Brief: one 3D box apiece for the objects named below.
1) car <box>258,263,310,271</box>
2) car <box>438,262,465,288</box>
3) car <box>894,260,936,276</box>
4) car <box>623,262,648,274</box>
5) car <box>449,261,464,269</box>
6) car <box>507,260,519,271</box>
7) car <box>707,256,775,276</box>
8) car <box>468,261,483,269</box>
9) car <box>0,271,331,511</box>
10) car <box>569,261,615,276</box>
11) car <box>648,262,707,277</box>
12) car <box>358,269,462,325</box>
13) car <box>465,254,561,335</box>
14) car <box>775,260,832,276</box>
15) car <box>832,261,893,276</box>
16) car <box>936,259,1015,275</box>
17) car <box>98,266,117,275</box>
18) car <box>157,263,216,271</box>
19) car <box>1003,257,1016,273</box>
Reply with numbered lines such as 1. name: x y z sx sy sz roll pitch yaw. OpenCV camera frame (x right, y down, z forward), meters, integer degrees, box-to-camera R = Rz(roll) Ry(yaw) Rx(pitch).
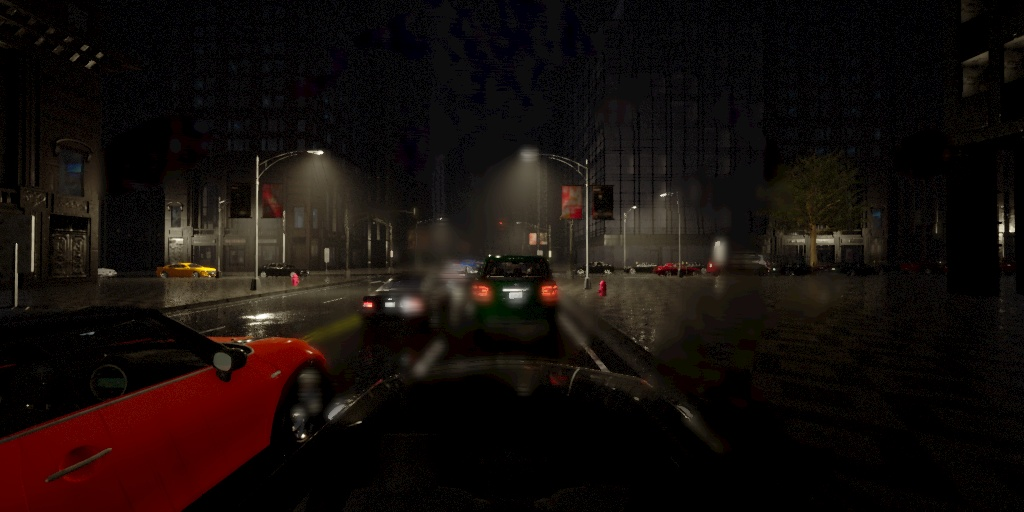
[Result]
1. car: -22.563 1.432 35.440 4.892 1.490 1.837 0 -1 0
2. car: -3.126 1.280 21.474 2.128 1.511 4.902 0 0 0
3. car: 42.563 1.179 36.369 5.008 1.535 1.882 0 -1 0
4. car: 15.245 1.413 41.881 4.313 1.339 1.948 0 0 -1
5. car: -9.725 1.571 63.200 1.812 1.442 4.674 0 0 1
6. car: 0.139 1.482 57.513 1.882 1.535 5.008 0 0 1
7. car: 21.001 1.041 33.436 5.009 1.841 2.192 0 0 -1
8. car: -6.465 1.599 64.056 2.033 1.411 5.357 0 0 1
9. car: -3.147 1.102 2.326 2.097 1.767 4.553 0 0 0
10. car: 8.686 1.341 38.932 4.892 1.490 1.837 0 -1 -3
11. car: 15.363 1.327 33.357 4.207 1.307 1.802 0 0 -1
12. car: -3.122 1.307 11.737 2.033 1.411 5.357 0 0 0
13. car: 0.113 0.979 10.654 2.150 2.045 5.566 0 0 0
14. car: 26.639 1.276 33.515 4.313 1.339 1.948 0 0 -1
15. car: 32.276 1.260 33.594 4.313 1.339 1.948 0 0 -1
16. car: 43.552 1.214 33.753 4.507 1.381 1.888 0 0 -1
17. car: -42.078 1.542 35.491 4.674 1.442 1.812 0 -1 0
18. car: -32.079 1.448 35.465 5.008 1.535 1.882 0 -1 0
19. car: 49.191 0.973 33.832 5.009 1.841 2.192 0 0 -1
